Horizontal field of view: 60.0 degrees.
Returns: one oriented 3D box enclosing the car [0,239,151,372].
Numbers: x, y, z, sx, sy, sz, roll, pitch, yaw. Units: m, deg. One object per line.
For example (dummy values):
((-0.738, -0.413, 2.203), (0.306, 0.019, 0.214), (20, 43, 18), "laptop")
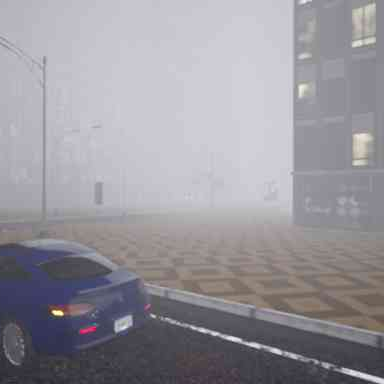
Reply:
((-2.764, 1.549, 5.660), (4.674, 1.442, 1.812), (0, 0, 36), "car")
